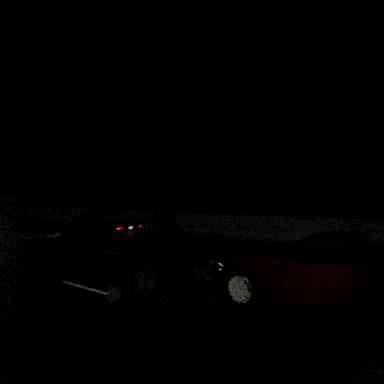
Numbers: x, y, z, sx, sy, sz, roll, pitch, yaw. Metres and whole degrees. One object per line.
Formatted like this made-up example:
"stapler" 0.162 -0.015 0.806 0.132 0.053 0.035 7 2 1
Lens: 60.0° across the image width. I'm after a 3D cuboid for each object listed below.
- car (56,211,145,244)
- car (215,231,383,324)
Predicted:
"car" -4.687 1.683 16.662 5.357 1.411 2.033 -1 0 40
"car" 2.793 1.499 6.360 5.008 1.535 1.882 -1 -1 36
